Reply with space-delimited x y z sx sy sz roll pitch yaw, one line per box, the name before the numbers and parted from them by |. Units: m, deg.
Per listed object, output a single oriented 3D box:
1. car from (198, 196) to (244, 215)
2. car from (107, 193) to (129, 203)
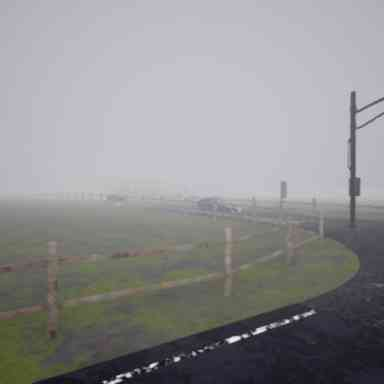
car | 2.465 1.136 28.996 2.128 1.511 4.902 0 1 -35
car | -10.481 0.807 47.181 1.994 1.385 4.181 0 1 -35
